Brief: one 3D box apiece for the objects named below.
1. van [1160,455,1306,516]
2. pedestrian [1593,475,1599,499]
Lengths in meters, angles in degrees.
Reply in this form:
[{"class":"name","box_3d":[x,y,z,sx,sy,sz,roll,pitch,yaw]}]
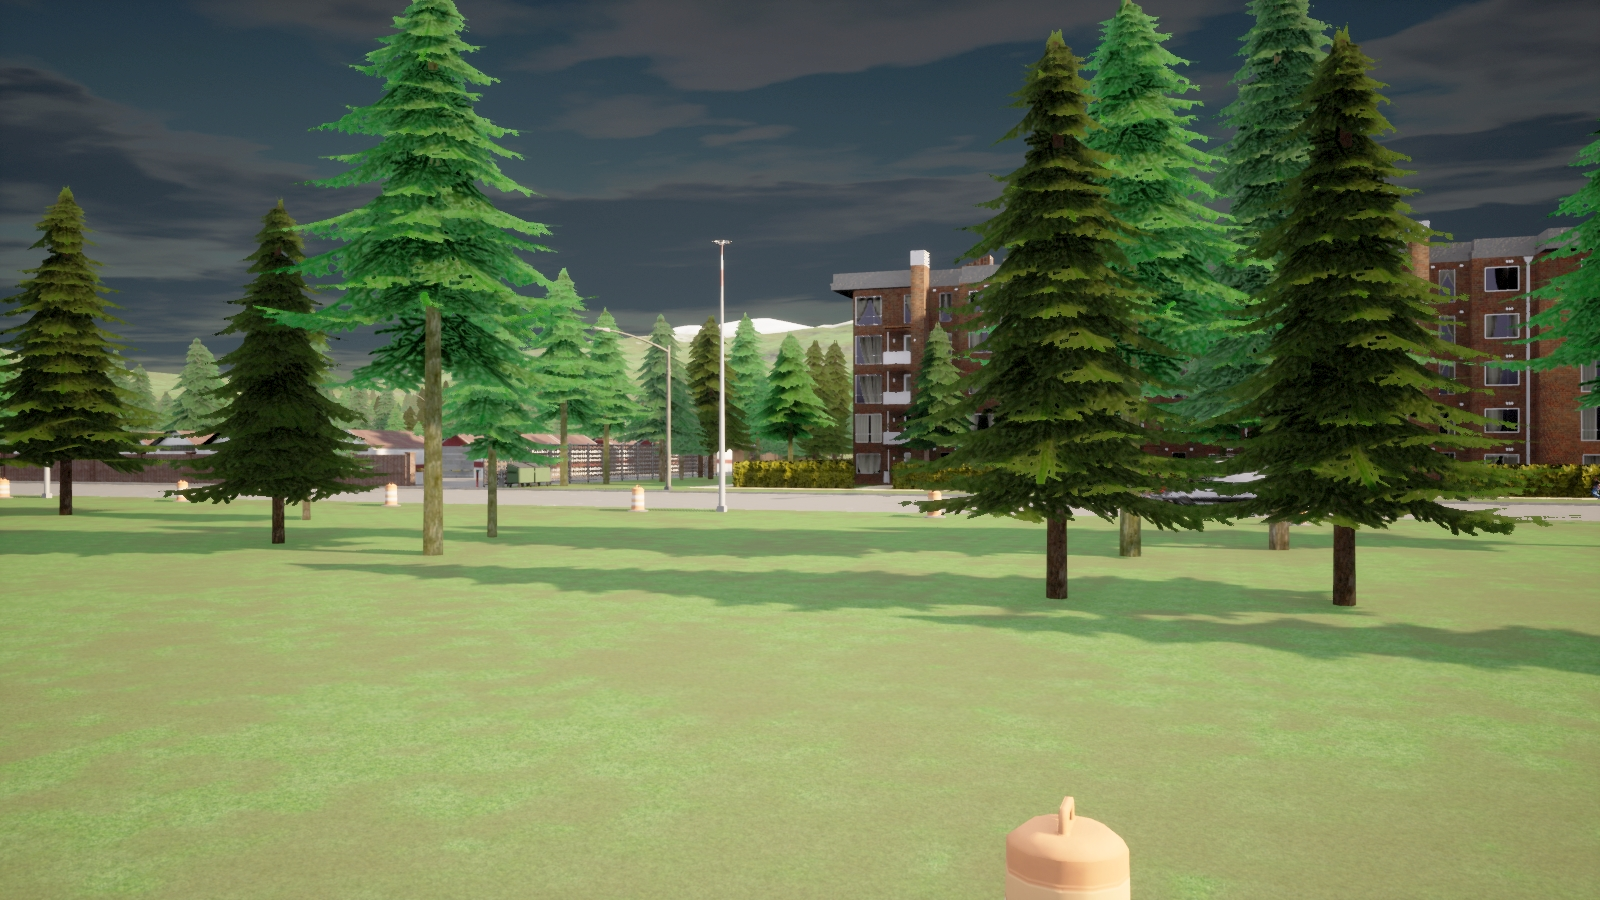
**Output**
[{"class":"van","box_3d":[19.109,1.535,50.593,5.915,2.561,1.988,0,0,20]},{"class":"pedestrian","box_3d":[42.830,1.976,61.335,0.375,1.300,0.375,0,0,19]}]
